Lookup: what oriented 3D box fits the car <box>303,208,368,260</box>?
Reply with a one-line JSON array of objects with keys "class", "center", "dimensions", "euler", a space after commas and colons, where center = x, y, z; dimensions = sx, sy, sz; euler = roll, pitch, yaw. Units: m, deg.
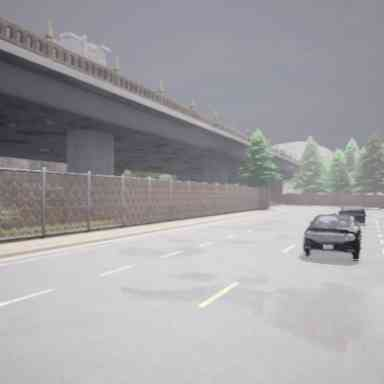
[{"class": "car", "center": [5.682, 1.627, 13.170], "dimensions": [2.128, 1.511, 4.902], "euler": [0, 0, 29]}]

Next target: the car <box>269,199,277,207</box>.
[{"class": "car", "center": [13.974, 1.867, 63.826], "dimensions": [2.097, 1.767, 4.553], "euler": [1, 0, -41]}]

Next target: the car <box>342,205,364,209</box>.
[{"class": "car", "center": [13.104, 1.769, 27.057], "dimensions": [1.882, 1.535, 5.008], "euler": [0, 0, 29]}]
